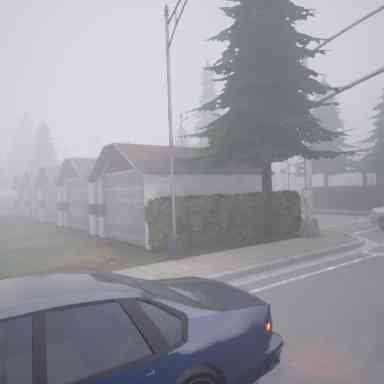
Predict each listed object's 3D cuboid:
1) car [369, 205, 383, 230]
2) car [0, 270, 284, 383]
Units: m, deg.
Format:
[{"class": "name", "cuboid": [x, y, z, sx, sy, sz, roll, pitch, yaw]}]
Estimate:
[{"class": "car", "cuboid": [10.704, 1.079, 15.338, 1.812, 1.442, 4.674, -4, 1, -35]}, {"class": "car", "cuboid": [-1.576, 1.536, 2.846, 5.357, 1.411, 2.033, -2, 1, -34]}]
